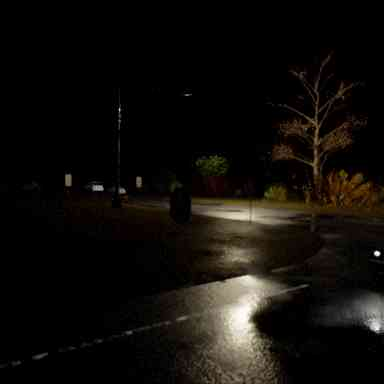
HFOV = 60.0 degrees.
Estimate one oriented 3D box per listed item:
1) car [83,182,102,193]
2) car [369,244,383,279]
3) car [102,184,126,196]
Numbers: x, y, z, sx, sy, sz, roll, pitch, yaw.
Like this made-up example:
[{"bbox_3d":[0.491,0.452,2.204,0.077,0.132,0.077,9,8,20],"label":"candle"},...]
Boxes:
[{"bbox_3d":[-17.749,-0.823,59.848,2.150,2.045,5.566,0,2,-36],"label":"car"},{"bbox_3d":[6.540,1.494,8.516,4.718,1.301,1.895,-2,2,-35],"label":"car"},{"bbox_3d":[-11.894,-0.196,51.712,1.812,1.442,4.674,0,2,-36],"label":"car"}]
